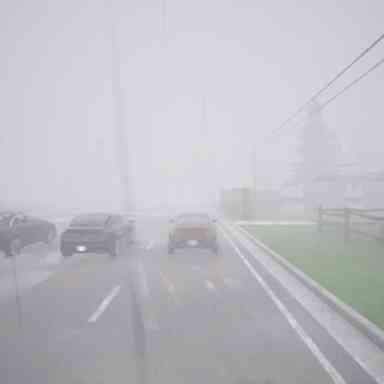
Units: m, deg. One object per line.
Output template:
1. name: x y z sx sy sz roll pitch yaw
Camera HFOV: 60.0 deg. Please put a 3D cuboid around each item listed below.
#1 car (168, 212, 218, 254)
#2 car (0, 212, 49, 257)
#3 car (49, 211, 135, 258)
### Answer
1. car: 0.053 1.534 13.502 1.812 1.442 4.674 0 0 1
2. car: -6.954 1.500 12.853 2.128 1.511 4.902 0 0 1
3. car: -3.454 1.514 12.873 1.837 1.490 4.892 0 0 1
